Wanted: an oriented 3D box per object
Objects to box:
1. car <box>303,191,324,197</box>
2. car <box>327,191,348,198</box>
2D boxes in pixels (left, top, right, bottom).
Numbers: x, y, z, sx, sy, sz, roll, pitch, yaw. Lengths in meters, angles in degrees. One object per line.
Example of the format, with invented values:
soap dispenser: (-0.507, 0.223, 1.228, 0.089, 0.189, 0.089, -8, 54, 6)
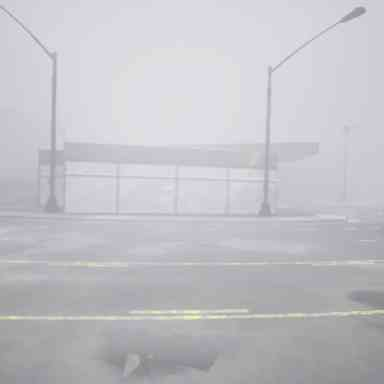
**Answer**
car: (30.409, 0.474, 83.371, 4.892, 1.490, 1.837, 2, 1, 22)
car: (34.194, 0.548, 78.068, 4.553, 1.767, 2.097, 2, 1, 22)
